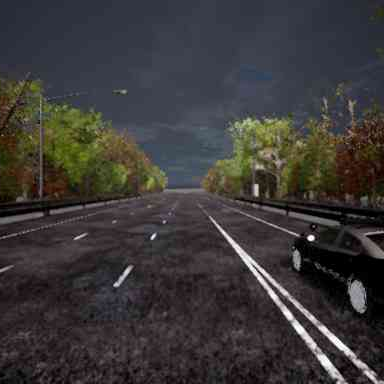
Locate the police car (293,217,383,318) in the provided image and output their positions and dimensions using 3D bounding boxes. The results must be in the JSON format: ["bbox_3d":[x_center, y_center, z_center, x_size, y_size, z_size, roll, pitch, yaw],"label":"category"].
[{"bbox_3d":[3.805,1.378,7.449,1.930,1.638,5.238,0,0,-3],"label":"police car"}]
